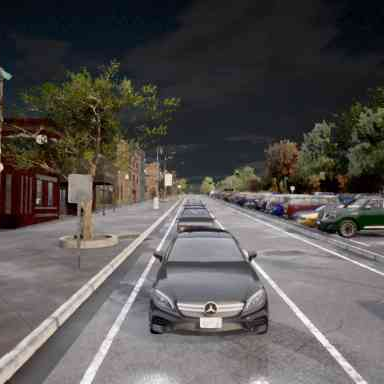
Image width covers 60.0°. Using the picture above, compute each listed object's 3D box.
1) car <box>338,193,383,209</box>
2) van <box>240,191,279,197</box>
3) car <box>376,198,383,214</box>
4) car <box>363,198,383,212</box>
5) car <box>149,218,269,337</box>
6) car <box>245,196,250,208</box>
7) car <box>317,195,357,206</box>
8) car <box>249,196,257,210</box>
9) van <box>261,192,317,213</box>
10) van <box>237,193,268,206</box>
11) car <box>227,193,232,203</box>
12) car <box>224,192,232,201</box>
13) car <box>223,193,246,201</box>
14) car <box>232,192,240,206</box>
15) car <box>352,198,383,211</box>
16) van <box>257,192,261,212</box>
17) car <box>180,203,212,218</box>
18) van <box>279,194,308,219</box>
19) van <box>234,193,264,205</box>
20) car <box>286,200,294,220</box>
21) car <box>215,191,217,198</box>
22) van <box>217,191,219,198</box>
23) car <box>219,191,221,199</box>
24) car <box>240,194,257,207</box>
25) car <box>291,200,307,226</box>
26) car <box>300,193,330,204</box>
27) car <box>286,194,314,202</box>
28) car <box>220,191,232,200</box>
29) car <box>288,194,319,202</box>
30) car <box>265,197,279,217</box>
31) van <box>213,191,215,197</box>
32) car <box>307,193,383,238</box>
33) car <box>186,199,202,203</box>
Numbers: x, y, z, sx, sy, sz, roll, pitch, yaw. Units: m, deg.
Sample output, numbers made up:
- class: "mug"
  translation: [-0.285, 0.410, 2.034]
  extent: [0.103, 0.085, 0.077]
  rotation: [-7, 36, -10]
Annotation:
- class: "car"
  translation: [22.150, 1.153, 43.020]
  extent: [5.566, 2.045, 2.435]
  rotation: [0, 0, 0]
- class: "van"
  translation: [9.200, 1.163, 45.116]
  extent: [4.442, 1.987, 1.878]
  rotation: [0, 0, 0]
- class: "car"
  translation: [22.421, 1.444, 34.693]
  extent: [5.366, 1.575, 1.946]
  rotation: [0, 0, 0]
- class: "car"
  translation: [22.188, 1.469, 37.464]
  extent: [4.792, 1.488, 2.163]
  rotation: [0, 0, 0]
- class: "car"
  translation: [0.253, 1.524, 6.868]
  extent: [1.812, 1.442, 4.674]
  rotation: [0, 0, 0]
- class: "car"
  translation: [9.120, 1.465, 39.507]
  extent: [4.674, 1.452, 2.002]
  rotation: [0, 0, 0]
- class: "car"
  translation: [22.306, 1.332, 51.350]
  extent: [5.366, 1.575, 1.946]
  rotation: [0, 1, 0]
- class: "car"
  translation: [9.172, 1.470, 36.699]
  extent: [4.792, 1.488, 2.163]
  rotation: [0, 0, 0]
- class: "van"
  translation: [9.066, 1.230, 31.093]
  extent: [4.442, 1.987, 1.878]
  rotation: [0, 0, 0]
- class: "van"
  translation: [9.161, 1.113, 50.720]
  extent: [4.442, 1.987, 1.878]
  rotation: [0, 1, 0]
- class: "car"
  translation: [8.998, 1.290, 56.328]
  extent: [4.892, 1.521, 2.231]
  rotation: [0, 1, 0]
- class: "car"
  translation: [8.962, 1.279, 61.934]
  extent: [4.674, 1.452, 2.002]
  rotation: [0, 1, 0]
- class: "car"
  translation: [8.875, 1.039, 70.342]
  extent: [4.553, 1.767, 2.185]
  rotation: [0, 1, 0]
- class: "car"
  translation: [9.036, 1.113, 47.915]
  extent: [5.566, 2.045, 2.435]
  rotation: [0, 1, 0]
- class: "car"
  translation: [22.226, 1.452, 40.247]
  extent: [4.792, 1.488, 2.163]
  rotation: [0, 0, 0]
- class: "van"
  translation: [9.279, 1.222, 33.896]
  extent: [4.442, 1.987, 1.878]
  rotation: [0, 0, 0]
- class: "car"
  translation: [0.194, 1.532, 17.447]
  extent: [2.033, 1.411, 5.357]
  rotation: [0, 0, 0]
- class: "van"
  translation: [9.338, 1.237, 25.484]
  extent: [4.442, 1.987, 1.878]
  rotation: [0, 0, 0]
- class: "van"
  translation: [9.141, 1.088, 53.524]
  extent: [4.442, 1.987, 1.878]
  rotation: [0, 1, 0]
- class: "car"
  translation: [9.244, 1.506, 22.680]
  extent: [4.674, 1.452, 2.002]
  rotation: [0, 0, 0]
- class: "car"
  translation: [8.822, 1.064, 81.556]
  extent: [5.008, 1.535, 2.097]
  rotation: [0, 1, 0]
- class: "van"
  translation: [8.730, 0.864, 78.750]
  extent: [4.442, 1.987, 1.878]
  rotation: [0, 1, 0]
- class: "car"
  translation: [8.897, 0.938, 67.538]
  extent: [5.566, 2.045, 2.435]
  rotation: [0, 1, 0]
- class: "car"
  translation: [9.110, 1.408, 42.309]
  extent: [4.892, 1.521, 2.231]
  rotation: [0, 0, 0]
- class: "car"
  translation: [9.076, 1.466, 19.876]
  extent: [5.366, 1.575, 1.946]
  rotation: [0, 0, 0]
- class: "car"
  translation: [22.092, 1.135, 59.677]
  extent: [4.553, 1.767, 2.185]
  rotation: [0, 1, 0]
- class: "car"
  translation: [22.008, 1.188, 68.004]
  extent: [4.892, 1.521, 2.231]
  rotation: [0, 1, 0]
- class: "car"
  translation: [8.917, 0.963, 64.735]
  extent: [5.566, 2.045, 2.435]
  rotation: [0, 1, 0]
- class: "car"
  translation: [21.837, 1.209, 65.226]
  extent: [5.366, 1.575, 1.946]
  rotation: [0, 0, 0]
- class: "car"
  translation: [9.197, 1.460, 28.287]
  extent: [5.008, 1.535, 2.097]
  rotation: [0, 0, 0]
- class: "van"
  translation: [8.651, 0.764, 89.962]
  extent: [4.442, 1.987, 1.878]
  rotation: [0, 1, 0]
- class: "car"
  translation: [9.253, 1.221, 17.073]
  extent: [5.566, 2.045, 2.435]
  rotation: [0, 0, 0]
- class: "car"
  translation: [0.221, 1.442, 29.951]
  extent: [2.128, 1.511, 4.902]
  rotation: [0, 0, 0]
